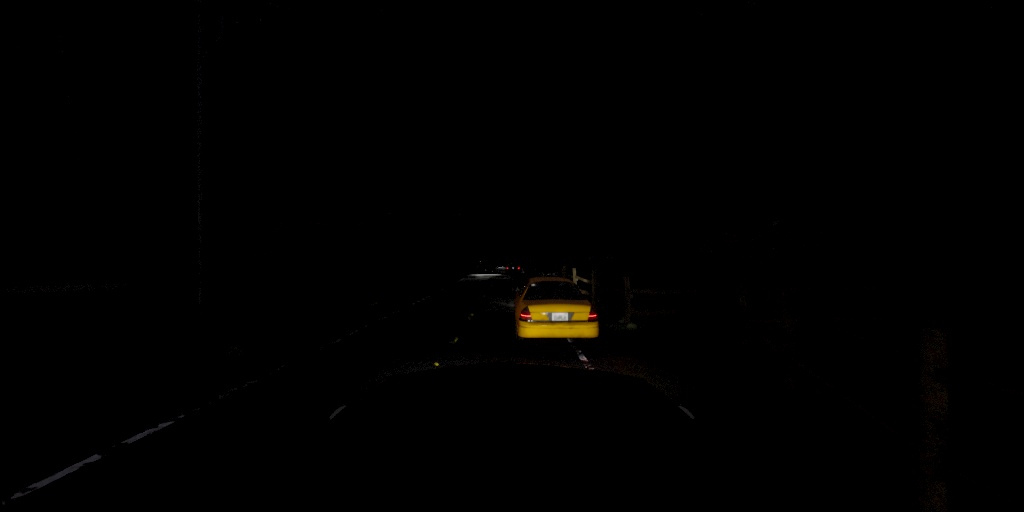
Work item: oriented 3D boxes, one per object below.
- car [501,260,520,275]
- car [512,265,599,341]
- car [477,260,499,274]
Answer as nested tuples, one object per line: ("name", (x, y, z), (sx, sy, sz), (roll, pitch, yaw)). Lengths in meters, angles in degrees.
("car", (0.125, 1.303, 39.701), (2.033, 1.411, 5.357), (0, 0, 0))
("car", (0.972, 1.204, 9.814), (1.801, 1.575, 5.366), (0, 0, 0))
("car", (-2.805, 1.320, 40.262), (1.994, 1.385, 4.181), (0, 0, 0))
